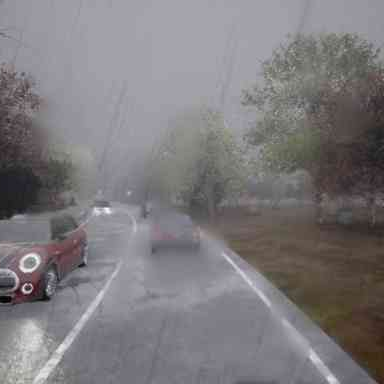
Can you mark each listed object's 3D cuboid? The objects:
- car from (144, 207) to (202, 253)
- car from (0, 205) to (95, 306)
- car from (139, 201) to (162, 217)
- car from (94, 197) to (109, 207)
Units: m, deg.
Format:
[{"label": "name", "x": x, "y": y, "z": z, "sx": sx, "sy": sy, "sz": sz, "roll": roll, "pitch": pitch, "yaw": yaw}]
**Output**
[{"label": "car", "x": -0.758, "y": 1.558, "z": 13.721, "sx": 2.033, "sy": 1.411, "sz": 5.357, "roll": 0, "pitch": 0, "yaw": -6}, {"label": "car", "x": -4.030, "y": 1.347, "z": 8.182, "sx": 2.097, "sy": 1.767, "sz": 4.553, "roll": 0, "pitch": 0, "yaw": -4}, {"label": "car", "x": -3.871, "y": 1.556, "z": 31.390, "sx": 2.033, "sy": 1.411, "sz": 5.357, "roll": 1, "pitch": 0, "yaw": -14}, {"label": "car", "x": -13.170, "y": 1.457, "z": 48.350, "sx": 1.895, "sy": 1.301, "sz": 4.718, "roll": 2, "pitch": 0, "yaw": -21}]
